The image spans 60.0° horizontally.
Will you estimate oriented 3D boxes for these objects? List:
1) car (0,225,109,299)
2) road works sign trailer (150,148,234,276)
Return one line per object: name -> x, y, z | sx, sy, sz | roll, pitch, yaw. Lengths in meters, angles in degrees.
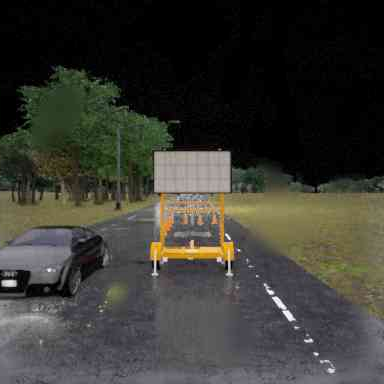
car -> -3.486, 1.551, 8.342 | 1.994, 1.385, 4.181 | 0, 0, 0
road works sign trailer -> 0.011, 0.446, 10.300 | 2.380, 3.560, 2.880 | 0, 0, 0
